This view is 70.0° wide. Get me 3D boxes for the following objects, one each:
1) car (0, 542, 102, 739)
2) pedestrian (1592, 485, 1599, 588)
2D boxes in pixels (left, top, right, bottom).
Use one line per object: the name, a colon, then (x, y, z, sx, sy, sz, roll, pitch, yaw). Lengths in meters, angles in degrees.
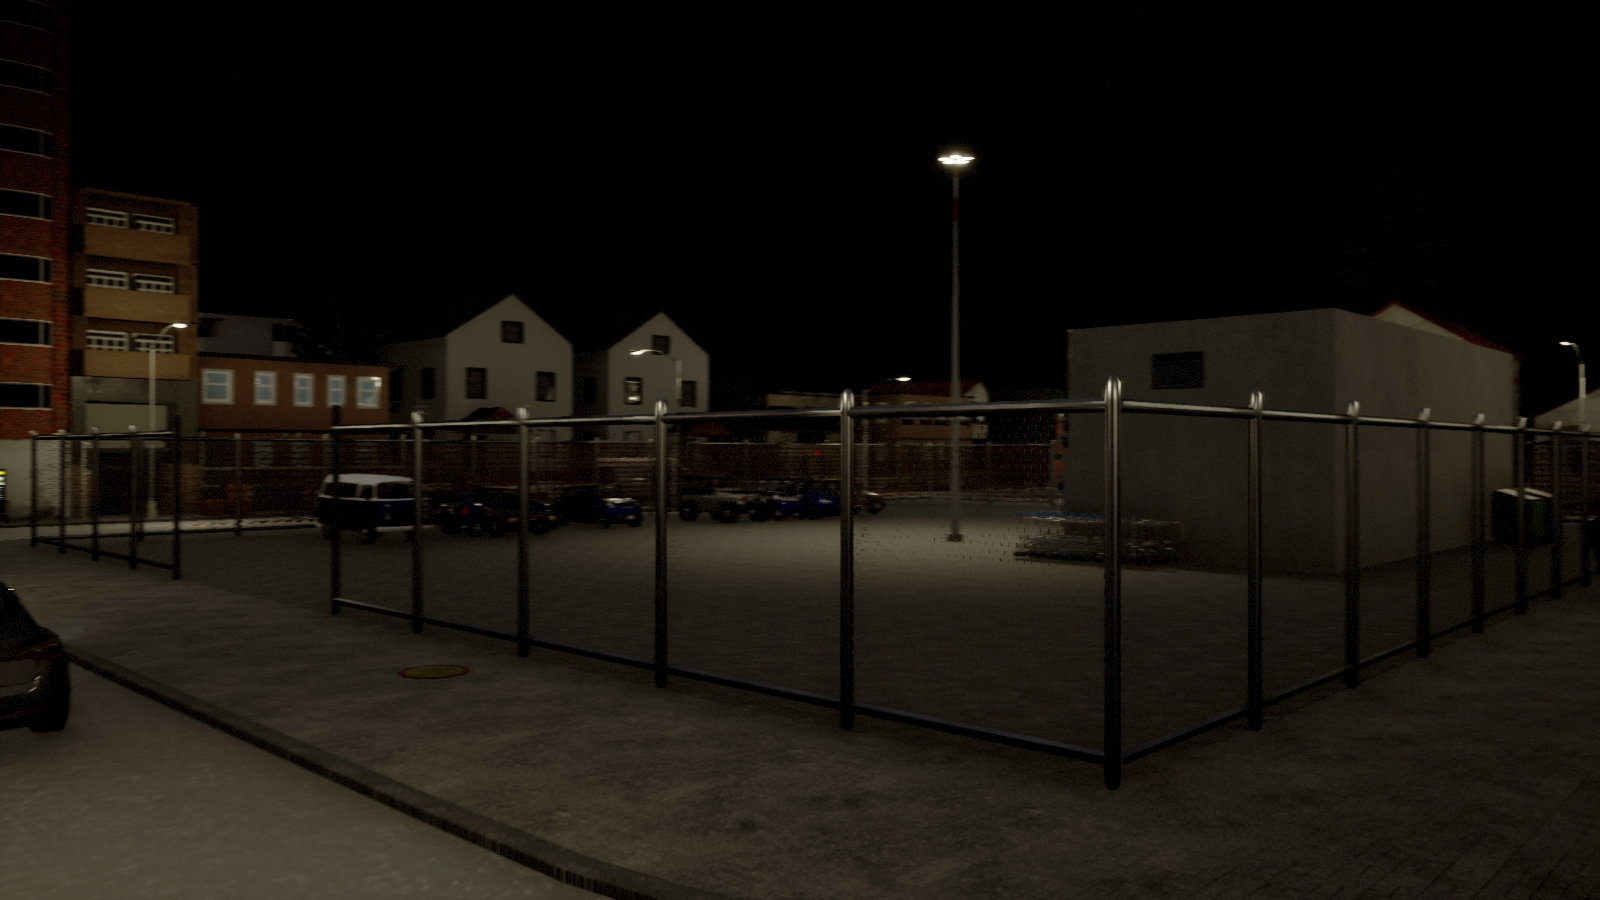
car: (-9.105, 1.853, 11.745, 4.792, 1.488, 2.163, 0, 0, 44)
pedestrian: (14.694, 1.582, 20.822, 0.375, 1.860, 0.375, 0, 0, 43)
